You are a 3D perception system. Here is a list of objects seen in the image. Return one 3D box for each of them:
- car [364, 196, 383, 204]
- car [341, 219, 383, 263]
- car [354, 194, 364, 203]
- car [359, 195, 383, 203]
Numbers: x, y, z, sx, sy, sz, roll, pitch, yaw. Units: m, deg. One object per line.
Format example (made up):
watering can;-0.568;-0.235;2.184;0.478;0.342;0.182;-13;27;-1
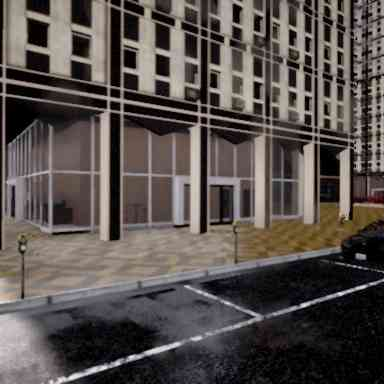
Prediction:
car;31.198;1.436;54.538;1.802;1.307;4.206;2;0;-36
car;6.987;1.634;11.525;4.313;1.339;1.947;0;0;-35
car;27.966;1.062;59.073;2.192;1.841;5.009;2;0;-36
car;34.739;1.366;63.996;1.802;1.307;4.206;2;0;-36
